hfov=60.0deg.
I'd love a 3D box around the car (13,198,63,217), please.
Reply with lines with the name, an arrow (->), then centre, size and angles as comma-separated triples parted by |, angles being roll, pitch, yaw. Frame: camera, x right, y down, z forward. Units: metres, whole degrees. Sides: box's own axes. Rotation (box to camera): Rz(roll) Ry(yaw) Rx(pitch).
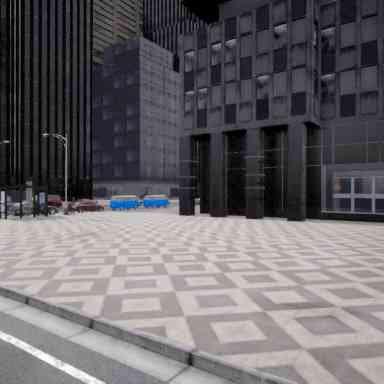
car -> -14.641, 1.549, 30.960 | 2.008, 1.369, 4.403 | 0, 0, 35

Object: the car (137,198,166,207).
car -> -6.380, 1.572, 52.629 | 1.895, 1.301, 4.718 | 0, 0, 36

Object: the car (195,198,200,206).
car -> 1.821, 1.570, 54.087 | 1.802, 1.307, 4.206 | 0, 0, 35

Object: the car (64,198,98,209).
car -> -15.002, 1.549, 45.153 | 1.802, 1.307, 4.206 | 0, 0, 35

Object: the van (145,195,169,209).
van -> -4.763, 1.330, 44.836 | 1.690, 1.788, 3.998 | 0, 0, 35

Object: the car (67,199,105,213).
car -> -11.348, 1.576, 35.585 | 1.802, 1.307, 4.206 | 0, 0, 35

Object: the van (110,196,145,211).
van -> -8.055, 1.332, 40.211 | 1.690, 1.788, 3.998 | 0, 0, 35

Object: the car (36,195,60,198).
car -> -18.293, 1.285, 40.527 | 2.192, 1.841, 5.009 | 0, 0, 35
